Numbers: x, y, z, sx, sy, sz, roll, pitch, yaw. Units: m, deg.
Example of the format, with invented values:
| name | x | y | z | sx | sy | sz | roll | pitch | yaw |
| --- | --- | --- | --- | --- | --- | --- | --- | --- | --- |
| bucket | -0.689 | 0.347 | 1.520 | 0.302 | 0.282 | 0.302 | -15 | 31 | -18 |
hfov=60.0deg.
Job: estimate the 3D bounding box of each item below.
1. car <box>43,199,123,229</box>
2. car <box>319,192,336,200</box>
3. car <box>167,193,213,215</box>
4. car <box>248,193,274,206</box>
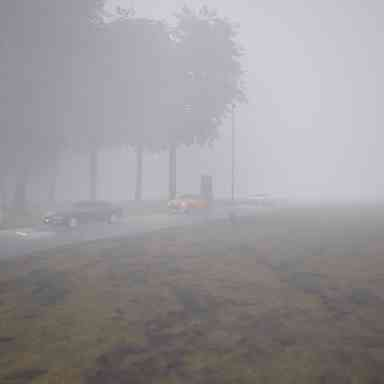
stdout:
| name | x | y | z | sx | sy | sz | roll | pitch | yaw |
| --- | --- | --- | --- | --- | --- | --- | --- | --- | --- |
| car | -6.320 | 1.231 | 19.710 | 1.837 | 1.490 | 4.892 | 1 | 2 | 36 |
| car | 22.593 | 0.685 | 55.242 | 1.895 | 1.301 | 4.718 | 1 | 1 | 35 |
| car | -0.135 | 0.890 | 28.389 | 2.097 | 1.767 | 4.553 | 1 | 1 | 36 |
| car | 8.520 | 0.827 | 40.516 | 1.812 | 1.442 | 4.674 | 1 | 1 | 36 |
